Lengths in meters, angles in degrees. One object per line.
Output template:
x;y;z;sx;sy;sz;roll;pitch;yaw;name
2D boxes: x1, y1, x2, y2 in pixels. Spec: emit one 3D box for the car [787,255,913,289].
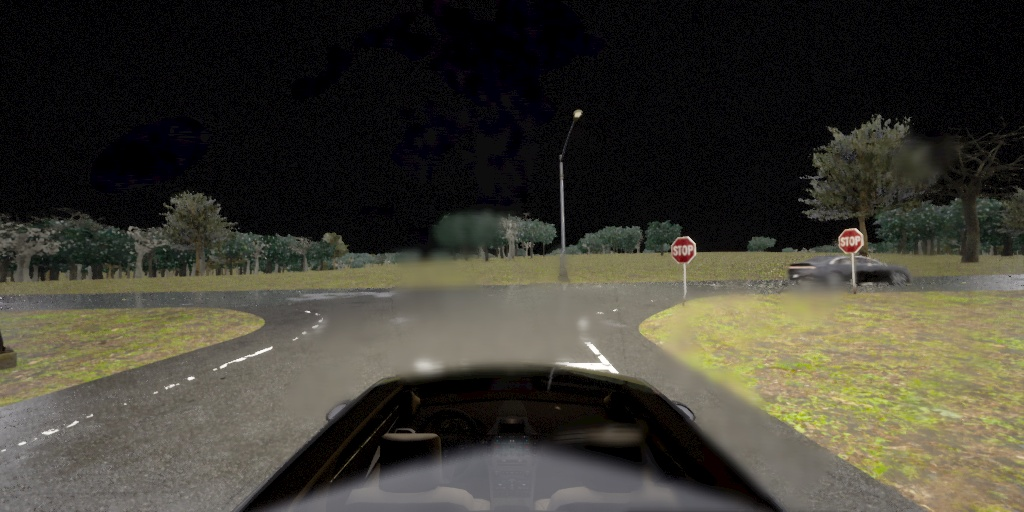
15.606;0.703;16.694;4.902;1.511;2.128;-1;-2;-1;car
